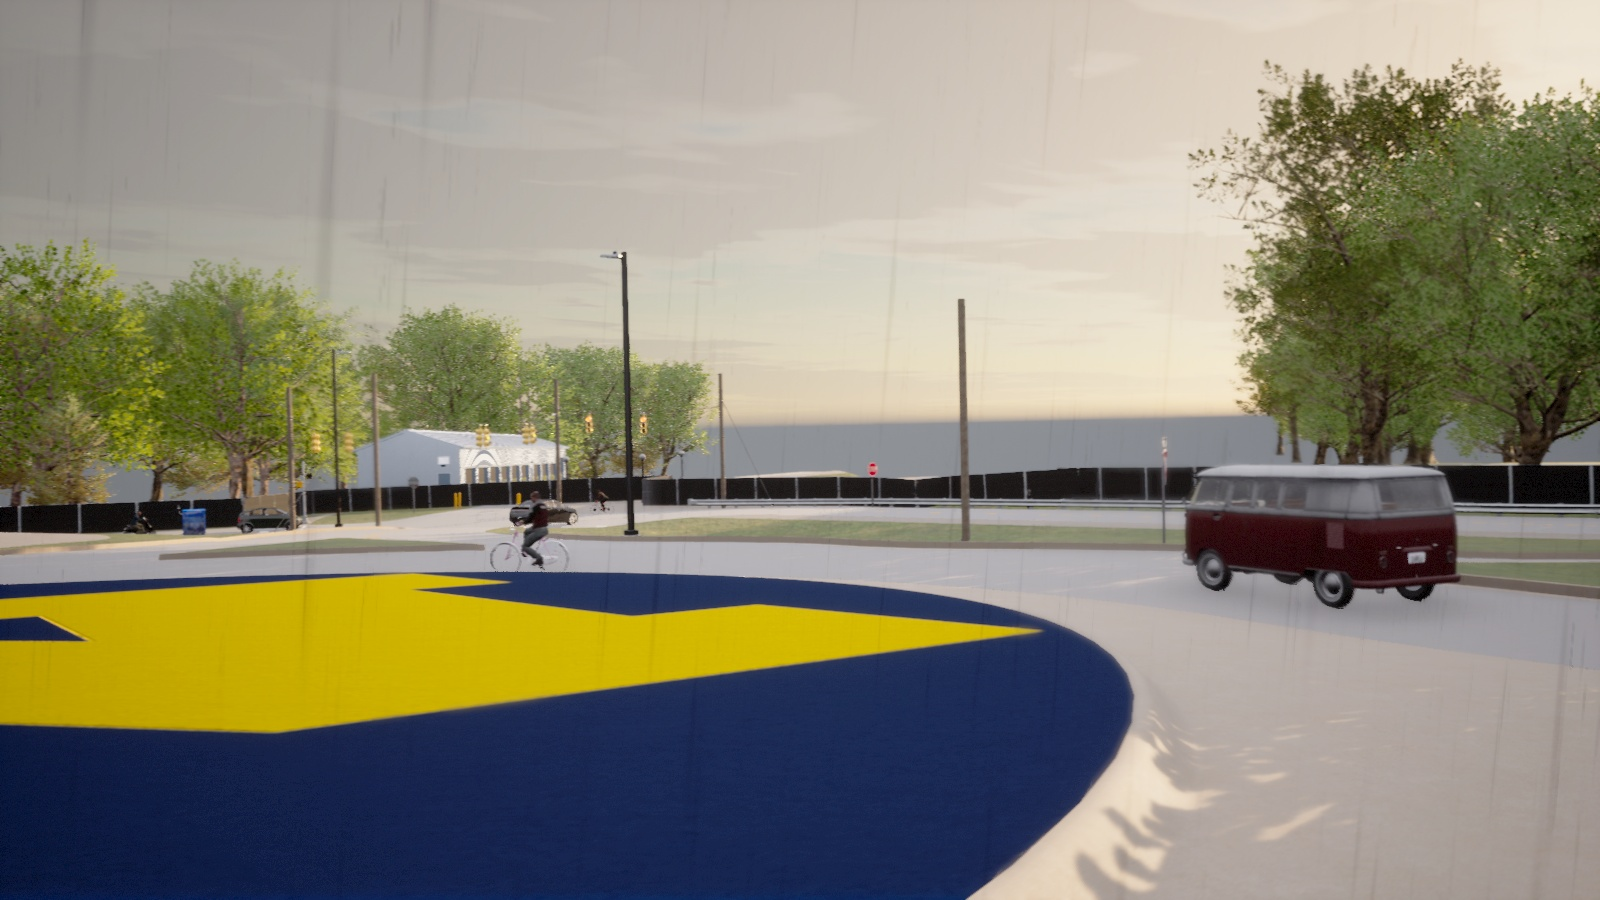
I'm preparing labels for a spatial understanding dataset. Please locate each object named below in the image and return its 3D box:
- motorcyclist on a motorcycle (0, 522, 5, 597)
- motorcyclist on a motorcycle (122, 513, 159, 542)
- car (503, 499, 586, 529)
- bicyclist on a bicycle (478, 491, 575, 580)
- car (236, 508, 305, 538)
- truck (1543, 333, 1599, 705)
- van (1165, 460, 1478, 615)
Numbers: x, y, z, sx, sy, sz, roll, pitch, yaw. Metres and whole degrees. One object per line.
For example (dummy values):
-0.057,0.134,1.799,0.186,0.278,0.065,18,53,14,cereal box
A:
-17.322,2.258,25.308,2.044,1.523,0.797,-1,-2,-17,motorcyclist on a motorcycle
-38.588,4.531,73.490,1.817,1.590,0.866,-2,1,-30,motorcyclist on a motorcycle
-13.808,3.441,68.144,2.128,1.511,4.902,-1,-2,21,car
-5.648,1.767,25.943,1.843,1.776,0.659,-2,-2,19,bicyclist on a bicycle
-32.146,4.396,76.374,3.705,1.549,1.789,-1,1,-19,car
6.992,0.353,6.465,2.627,2.467,5.204,1,-4,-10,truck
7.665,1.178,18.994,1.775,1.987,4.442,-2,0,-20,van
